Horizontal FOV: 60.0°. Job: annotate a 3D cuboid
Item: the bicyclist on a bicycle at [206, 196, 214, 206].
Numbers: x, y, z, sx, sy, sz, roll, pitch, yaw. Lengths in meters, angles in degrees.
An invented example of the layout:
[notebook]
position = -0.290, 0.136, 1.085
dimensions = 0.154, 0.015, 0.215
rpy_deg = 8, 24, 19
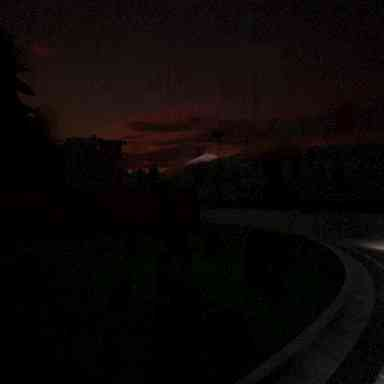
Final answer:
[bicyclist on a bicycle]
position = 2.971, 1.557, 54.680
dimensions = 1.656, 1.620, 0.582
rpy_deg = -1, 0, -41
